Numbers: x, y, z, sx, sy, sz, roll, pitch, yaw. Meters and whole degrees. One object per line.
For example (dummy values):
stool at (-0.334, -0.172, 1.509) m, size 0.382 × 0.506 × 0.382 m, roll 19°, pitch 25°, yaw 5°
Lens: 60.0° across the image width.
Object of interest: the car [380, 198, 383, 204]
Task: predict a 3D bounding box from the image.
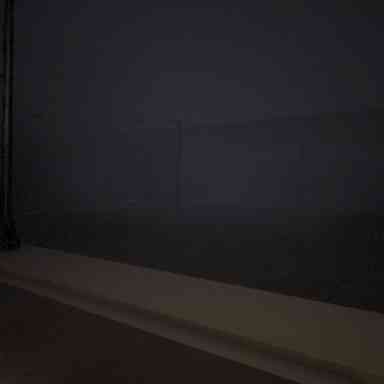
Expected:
car at (38.553, 1.634, 64.512) m, size 2.038 × 1.542 × 4.974 m, roll 2°, pitch 1°, yaw 5°

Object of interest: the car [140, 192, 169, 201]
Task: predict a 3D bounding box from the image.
car at (-6.174, 0.730, 54.605) m, size 5.008 × 1.535 × 1.882 m, roll 1°, pitch 1°, yaw -36°
